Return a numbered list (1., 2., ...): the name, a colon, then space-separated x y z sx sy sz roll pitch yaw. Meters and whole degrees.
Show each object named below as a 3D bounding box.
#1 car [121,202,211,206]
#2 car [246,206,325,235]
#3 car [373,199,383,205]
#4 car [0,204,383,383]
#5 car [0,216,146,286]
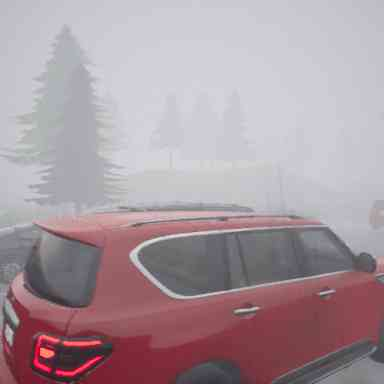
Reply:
1. car: 0.586 1.286 8.458 5.566 2.045 2.150 1 0 -35
2. car: 5.913 1.693 20.840 4.902 1.511 2.128 1 -1 -35
3. car: 14.174 1.516 22.426 5.566 2.045 2.150 1 0 -35
4. car: 0.708 1.257 4.249 5.566 2.045 2.150 1 -1 -35
5. car: -3.841 1.554 9.603 4.674 1.442 1.812 1 0 -35
